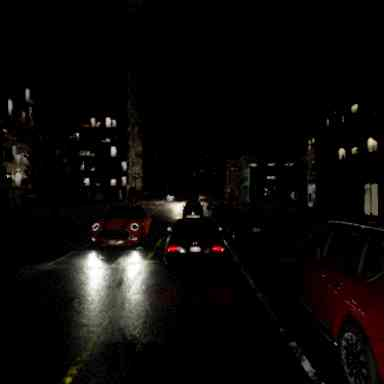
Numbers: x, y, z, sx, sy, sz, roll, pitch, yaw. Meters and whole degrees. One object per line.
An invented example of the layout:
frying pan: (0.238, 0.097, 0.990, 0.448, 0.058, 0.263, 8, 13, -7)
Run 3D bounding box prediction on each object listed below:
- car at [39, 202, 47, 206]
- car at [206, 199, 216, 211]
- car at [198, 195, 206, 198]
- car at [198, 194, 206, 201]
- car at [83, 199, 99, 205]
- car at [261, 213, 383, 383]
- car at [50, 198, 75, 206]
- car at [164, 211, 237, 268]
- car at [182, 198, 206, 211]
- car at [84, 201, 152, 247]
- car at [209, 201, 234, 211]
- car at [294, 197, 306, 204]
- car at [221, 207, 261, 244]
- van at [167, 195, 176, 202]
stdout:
car: (-28.621, 1.923, 59.556, 4.829, 1.417, 1.752, -1, -1, 1)
car: (2.704, 1.671, 32.366, 2.008, 1.369, 4.403, 1, 0, 0)
car: (2.707, 1.723, 81.281, 1.967, 1.590, 4.097, 1, 0, 0)
car: (2.710, 1.634, 92.630, 2.192, 1.841, 5.009, 1, 0, 0)
car: (-17.424, 1.872, 59.448, 4.206, 1.307, 1.802, -1, -1, 1)
car: (2.707, 1.335, 4.980, 2.192, 1.841, 5.009, 1, 0, 0)
car: (-23.108, 1.785, 59.504, 4.097, 1.590, 1.967, -1, -1, 1)
car: (0.095, 1.591, 11.401, 2.033, 1.411, 5.357, 0, 0, 0)
car: (0.098, 1.620, 31.276, 1.837, 1.490, 4.892, 0, 0, 0)
car: (-3.100, 1.410, 15.296, 2.097, 1.767, 4.553, 0, 0, 0)
car: (2.703, 1.666, 26.889, 1.947, 1.339, 4.313, 1, 0, 0)
car: (20.685, 1.452, 59.083, 4.829, 1.417, 1.752, -1, -1, 1)
car: (2.703, 1.627, 15.933, 1.947, 1.339, 4.313, 1, 0, 0)
van: (-5.671, 1.642, 86.917, 1.690, 1.788, 3.998, 1, 0, 0)
